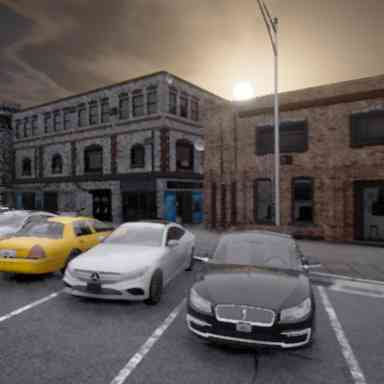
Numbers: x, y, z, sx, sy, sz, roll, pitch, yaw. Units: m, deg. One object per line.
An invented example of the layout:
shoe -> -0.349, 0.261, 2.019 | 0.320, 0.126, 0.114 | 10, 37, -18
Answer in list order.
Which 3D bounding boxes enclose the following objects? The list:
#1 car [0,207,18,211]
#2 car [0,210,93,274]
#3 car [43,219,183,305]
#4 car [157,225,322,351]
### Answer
car -> -5.997, 1.386, 11.506 | 2.002, 1.452, 4.674 | 1, 0, 14
car -> -3.539, 1.379, 10.024 | 1.946, 1.575, 5.366 | 1, 0, 14
car -> -1.159, 1.455, 8.186 | 2.002, 1.452, 4.674 | 1, 0, 14
car -> 1.263, 1.451, 6.530 | 2.231, 1.521, 4.892 | 1, 0, 14
